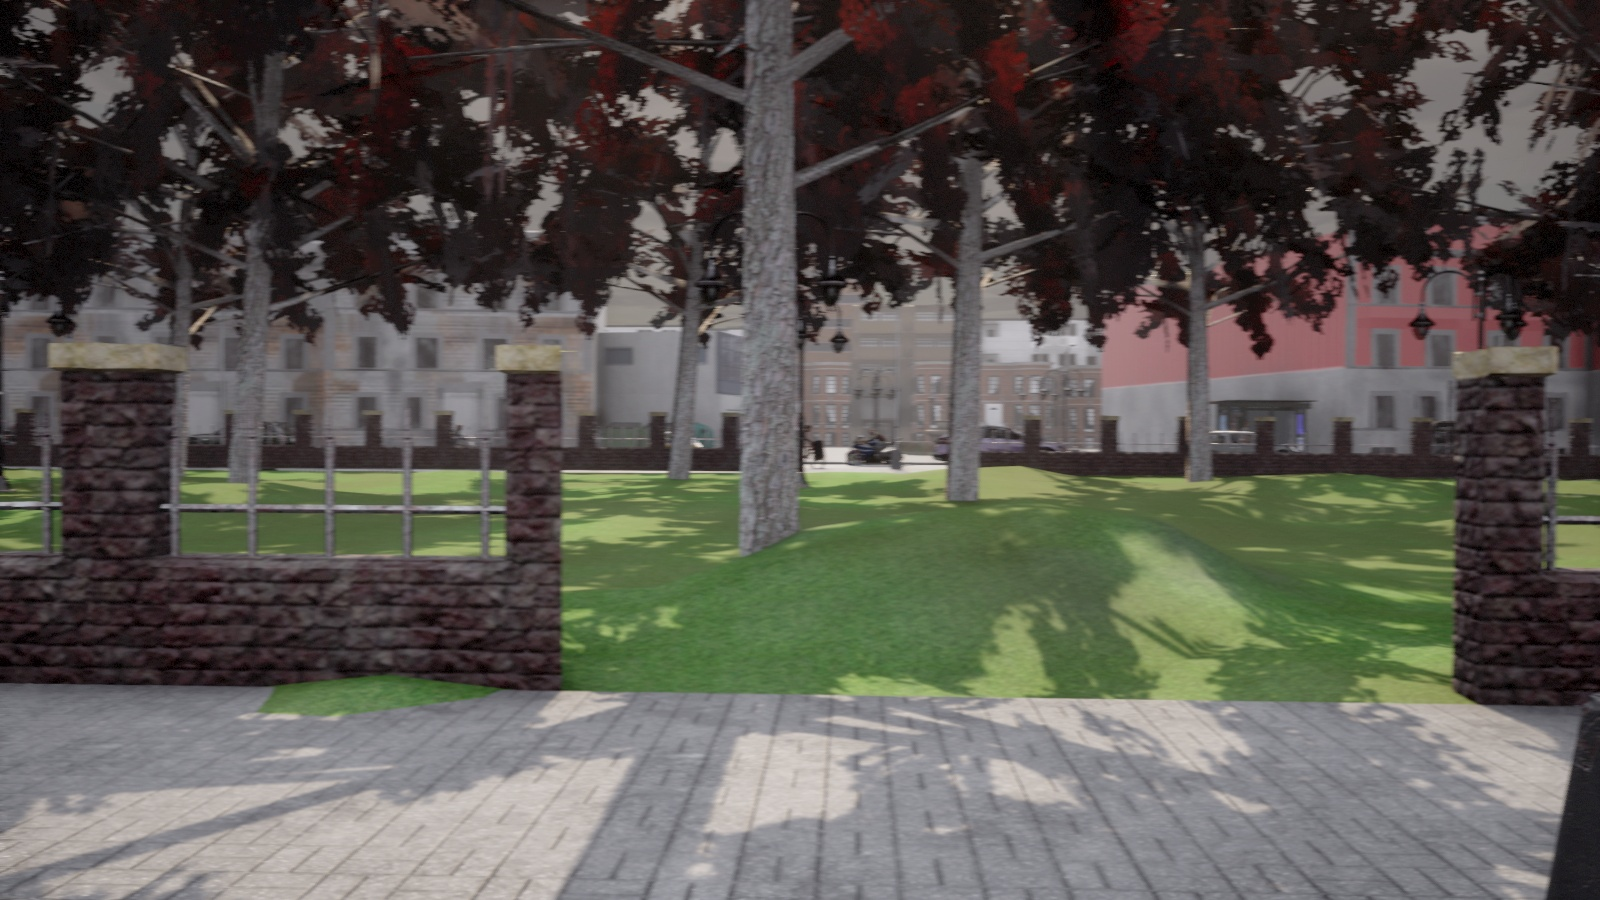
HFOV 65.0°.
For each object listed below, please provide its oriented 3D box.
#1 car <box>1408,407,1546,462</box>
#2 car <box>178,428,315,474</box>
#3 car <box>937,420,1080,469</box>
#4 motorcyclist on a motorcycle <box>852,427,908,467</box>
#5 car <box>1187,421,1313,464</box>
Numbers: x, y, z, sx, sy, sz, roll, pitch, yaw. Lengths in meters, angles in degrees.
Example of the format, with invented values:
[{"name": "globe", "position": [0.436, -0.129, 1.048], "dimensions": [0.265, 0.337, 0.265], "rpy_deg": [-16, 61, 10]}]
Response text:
[{"name": "car", "position": [24.014, -0.543, 44.652], "dimensions": [3.866, 1.878, 1.905], "rpy_deg": [-1, 1, 3]}, {"name": "car", "position": [-22.305, 0.007, 50.723], "dimensions": [4.553, 1.767, 2.097], "rpy_deg": [-1, 1, 3]}, {"name": "car", "position": [7.466, -0.210, 45.400], "dimensions": [4.856, 1.649, 2.033], "rpy_deg": [-1, 1, 2]}, {"name": "motorcyclist on a motorcycle", "position": [3.155, -0.122, 49.600], "dimensions": [2.191, 1.530, 0.866], "rpy_deg": [-1, 1, 3]}, {"name": "car", "position": [16.080, -0.278, 45.013], "dimensions": [3.806, 1.475, 1.970], "rpy_deg": [-1, 1, 3]}]
